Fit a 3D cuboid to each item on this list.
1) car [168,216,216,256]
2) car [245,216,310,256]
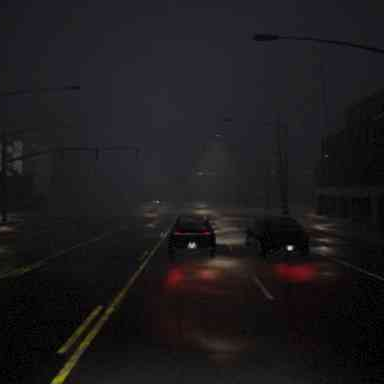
[{"bbox_3d":[0.004,1.767,14.314,2.128,1.511,4.902,0,-1,0],"label":"car"},{"bbox_3d":[3.504,1.781,14.307,1.837,1.490,4.892,0,-1,0],"label":"car"}]
